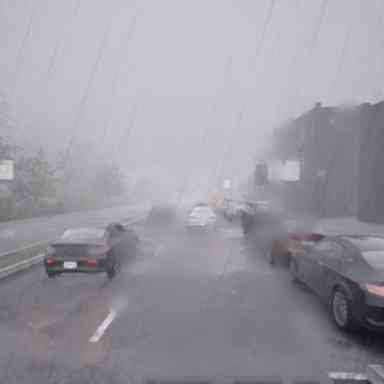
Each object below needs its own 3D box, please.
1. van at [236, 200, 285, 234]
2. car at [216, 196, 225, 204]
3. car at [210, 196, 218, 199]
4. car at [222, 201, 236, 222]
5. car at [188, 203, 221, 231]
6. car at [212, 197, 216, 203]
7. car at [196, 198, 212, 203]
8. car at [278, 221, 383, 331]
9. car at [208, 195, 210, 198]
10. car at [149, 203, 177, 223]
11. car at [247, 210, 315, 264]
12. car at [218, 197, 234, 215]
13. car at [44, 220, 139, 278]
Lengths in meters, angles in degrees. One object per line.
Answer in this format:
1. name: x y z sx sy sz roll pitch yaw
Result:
1. van: 3.706 1.420 17.905 1.878 1.987 4.442 0 0 2
2. car: 4.339 1.705 39.972 2.185 1.767 4.553 0 0 2
3. car: 4.813 1.717 56.476 2.435 2.045 5.566 0 0 2
4. car: 4.019 1.777 28.829 2.002 1.452 4.674 0 0 2
5. car: 0.699 1.712 22.016 1.812 1.442 4.674 0 0 2
6. car: 4.657 1.922 51.043 2.097 1.535 5.008 0 0 2
7. car: 1.311 1.871 43.821 1.837 1.490 4.892 0 -1 2
8. car: 3.405 1.594 6.799 2.002 1.452 4.674 2 0 2
9. car: 5.290 1.981 73.108 2.185 1.767 4.553 0 0 2
10. car: -2.393 1.723 27.582 1.837 1.490 4.892 0 0 2
11. car: 3.545 1.629 12.293 2.163 1.488 4.792 0 0 2
12. car: 4.180 1.659 34.449 2.185 1.767 4.553 0 0 2
13. car: -2.872 1.599 10.264 1.812 1.442 4.674 0 0 1
